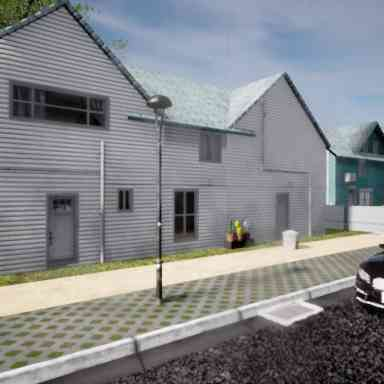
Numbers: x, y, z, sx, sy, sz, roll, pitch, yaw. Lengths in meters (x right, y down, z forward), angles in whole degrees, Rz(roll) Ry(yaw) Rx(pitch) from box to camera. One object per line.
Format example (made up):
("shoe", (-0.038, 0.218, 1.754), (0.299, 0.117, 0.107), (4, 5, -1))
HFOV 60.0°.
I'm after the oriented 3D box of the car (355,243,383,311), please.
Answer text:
("car", (5.275, 1.492, 6.834), (4.902, 1.511, 2.128), (0, 0, -36))
